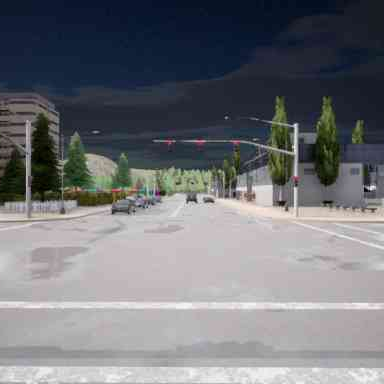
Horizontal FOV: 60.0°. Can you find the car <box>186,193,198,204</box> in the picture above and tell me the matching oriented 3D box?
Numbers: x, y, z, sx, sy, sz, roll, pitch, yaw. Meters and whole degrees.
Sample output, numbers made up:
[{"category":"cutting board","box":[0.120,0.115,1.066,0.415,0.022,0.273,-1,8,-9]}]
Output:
[{"category":"car","box":[-0.037,1.221,66.181,2.150,2.045,5.566,0,0,0]}]

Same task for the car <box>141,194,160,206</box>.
[{"category":"car","box":[-7.114,1.547,56.085,2.033,1.411,5.357,0,0,0]}]

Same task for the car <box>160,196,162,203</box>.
[{"category":"car","box":[-7.064,1.505,66.471,1.837,1.490,4.892,0,0,0]}]

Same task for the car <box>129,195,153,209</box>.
[{"category":"car","box":[-7.114,1.492,45.482,2.128,1.511,4.902,0,0,0]}]

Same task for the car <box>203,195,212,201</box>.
[{"category":"car","box":[3.457,1.450,76.865,1.895,1.301,4.718,0,0,0]}]

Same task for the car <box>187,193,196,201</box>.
[{"category":"car","box":[-0.043,1.210,76.803,2.097,1.767,4.553,0,0,0]}]

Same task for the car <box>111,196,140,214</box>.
[{"category":"car","box":[-7.137,1.505,35.034,1.837,1.490,4.892,0,0,1]}]

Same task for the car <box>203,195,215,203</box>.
[{"category":"car","box":[3.462,1.601,66.557,1.895,1.301,4.718,0,0,0]}]
